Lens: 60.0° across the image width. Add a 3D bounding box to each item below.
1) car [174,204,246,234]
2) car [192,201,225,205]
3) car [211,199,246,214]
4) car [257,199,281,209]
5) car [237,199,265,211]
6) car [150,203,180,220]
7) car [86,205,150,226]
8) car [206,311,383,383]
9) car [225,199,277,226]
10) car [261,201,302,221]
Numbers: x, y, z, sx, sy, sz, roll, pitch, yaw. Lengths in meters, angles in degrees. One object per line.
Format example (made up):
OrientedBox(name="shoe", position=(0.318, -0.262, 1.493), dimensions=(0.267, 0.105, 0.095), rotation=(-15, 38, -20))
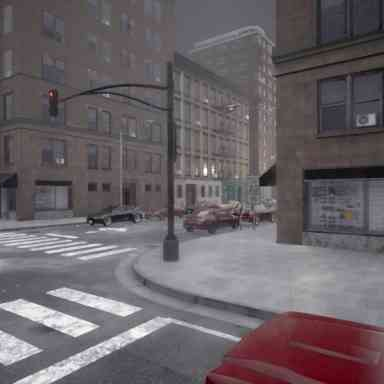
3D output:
OrientedBox(name="car", position=(1.149, 1.555, 18.893), dimensions=(1.802, 1.307, 4.206), rotation=(0, 0, 36))
OrientedBox(name="car", position=(1.040, 1.565, 32.537), dimensions=(1.887, 1.381, 4.507), rotation=(0, 0, 36))
OrientedBox(name="car", position=(4.151, 1.544, 36.888), dimensions=(1.752, 1.417, 4.829), rotation=(0, 0, 36))
OrientedBox(name="car", position=(10.669, 1.601, 46.004), dimensions=(1.802, 1.307, 4.206), rotation=(0, 0, 36))
OrientedBox(name="car", position=(7.459, 1.600, 41.515), dimensions=(1.802, 1.307, 4.206), rotation=(0, 0, 36))
OrientedBox(name="car", position=(-2.170, 1.604, 28.049), dimensions=(1.802, 1.307, 4.206), rotation=(0, 0, 36))
OrientedBox(name="car", position=(-5.379, 1.590, 23.560), dimensions=(1.947, 1.339, 4.313), rotation=(0, 0, 36))
OrientedBox(name="car", position=(2.351, 1.601, 2.013), dimensions=(4.718, 1.301, 1.895), rotation=(0, 0, 36))
OrientedBox(name="car", position=(4.359, 1.412, 23.383), dimensions=(1.967, 1.590, 4.097), rotation=(0, 0, 36))
OrientedBox(name="car", position=(7.668, 1.495, 28.010), dimensions=(1.752, 1.417, 4.829), rotation=(0, 0, 36))
